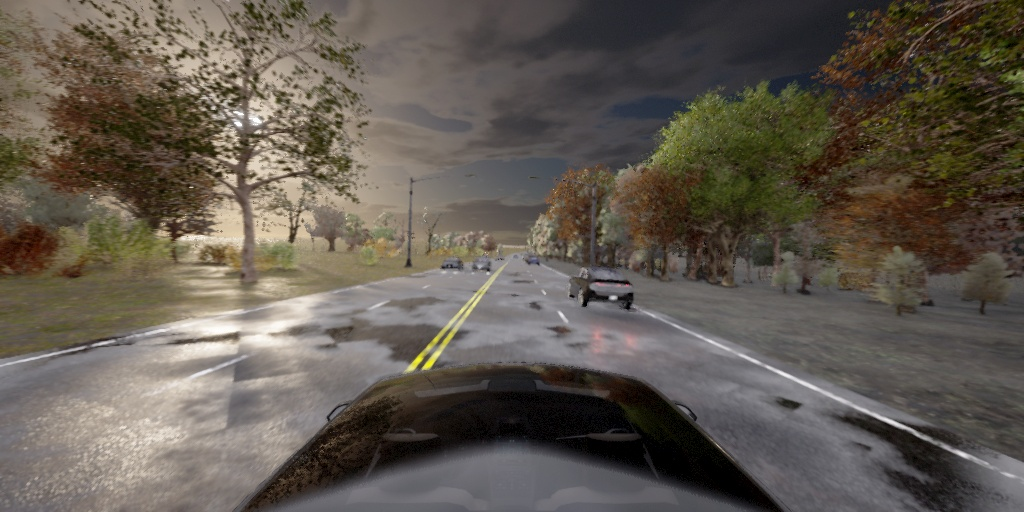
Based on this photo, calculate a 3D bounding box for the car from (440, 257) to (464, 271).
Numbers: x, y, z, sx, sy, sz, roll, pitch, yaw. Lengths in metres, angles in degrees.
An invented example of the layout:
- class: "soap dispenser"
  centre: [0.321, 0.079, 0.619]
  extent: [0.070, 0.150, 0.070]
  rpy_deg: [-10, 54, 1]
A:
- class: "car"
  centre: [-6.346, 0.830, 38.616]
  extent: [1.994, 1.385, 4.181]
  rpy_deg: [2, 0, 1]

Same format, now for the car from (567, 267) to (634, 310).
- class: "car"
  centre: [3.460, 1.200, 14.641]
  extent: [2.128, 1.511, 4.902]
  rpy_deg: [3, 0, 0]

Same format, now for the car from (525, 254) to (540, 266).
- class: "car"
  centre: [3.728, 0.875, 60.913]
  extent: [1.812, 1.442, 4.674]
  rpy_deg: [3, -1, 1]

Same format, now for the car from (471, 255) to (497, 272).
- class: "car"
  centre: [-3.110, 0.862, 37.626]
  extent: [2.128, 1.511, 4.902]
  rpy_deg: [2, 1, 1]
